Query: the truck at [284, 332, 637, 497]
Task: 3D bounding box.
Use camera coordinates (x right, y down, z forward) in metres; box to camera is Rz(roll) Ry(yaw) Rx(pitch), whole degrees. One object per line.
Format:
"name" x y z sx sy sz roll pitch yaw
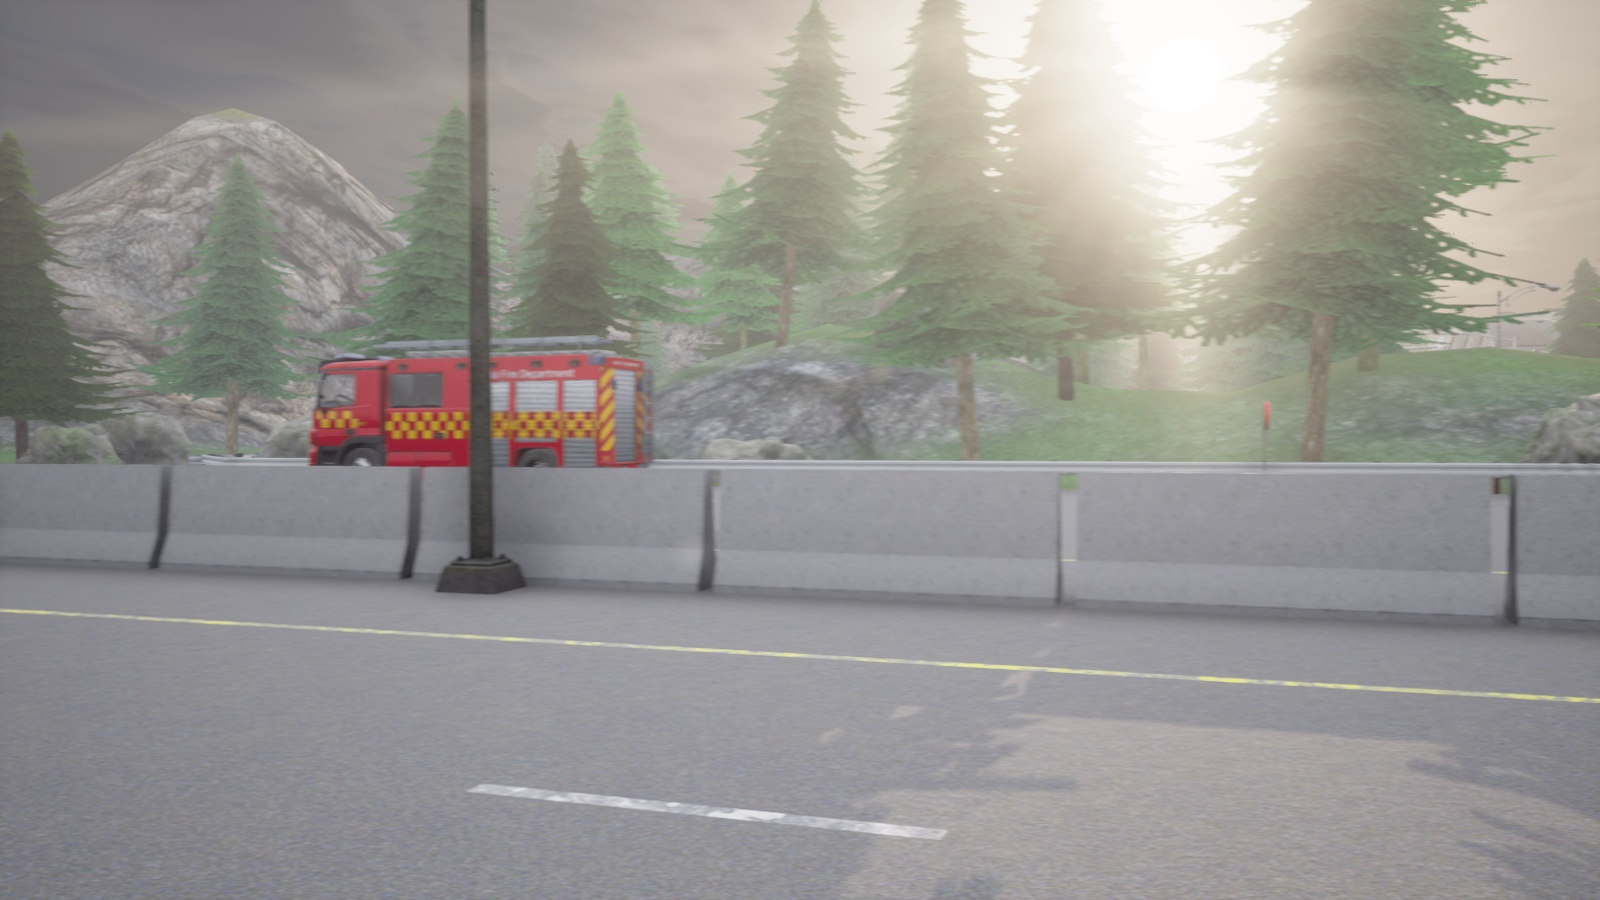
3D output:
"truck" -8.625 -0.884 31.925 8.468 3.827 2.891 1 1 19
